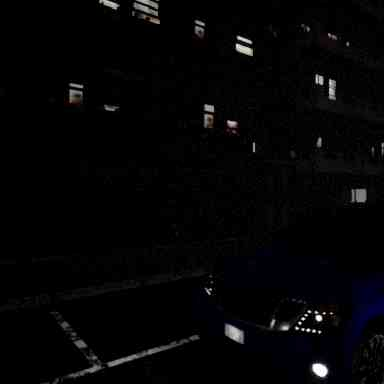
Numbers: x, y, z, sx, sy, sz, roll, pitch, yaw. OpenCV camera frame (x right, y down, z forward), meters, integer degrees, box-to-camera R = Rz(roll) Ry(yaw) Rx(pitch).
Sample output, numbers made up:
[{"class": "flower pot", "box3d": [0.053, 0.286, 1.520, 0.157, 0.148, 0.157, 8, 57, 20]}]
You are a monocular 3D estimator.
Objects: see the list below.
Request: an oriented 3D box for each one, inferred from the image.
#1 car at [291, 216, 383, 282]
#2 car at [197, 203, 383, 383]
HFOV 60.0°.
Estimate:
[{"class": "car", "box3d": [5.263, 1.576, 10.307, 4.313, 1.339, 1.947, 0, 0, -35]}, {"class": "car", "box3d": [2.721, 1.227, 5.316, 5.566, 2.045, 2.150, 0, 0, -35]}]
